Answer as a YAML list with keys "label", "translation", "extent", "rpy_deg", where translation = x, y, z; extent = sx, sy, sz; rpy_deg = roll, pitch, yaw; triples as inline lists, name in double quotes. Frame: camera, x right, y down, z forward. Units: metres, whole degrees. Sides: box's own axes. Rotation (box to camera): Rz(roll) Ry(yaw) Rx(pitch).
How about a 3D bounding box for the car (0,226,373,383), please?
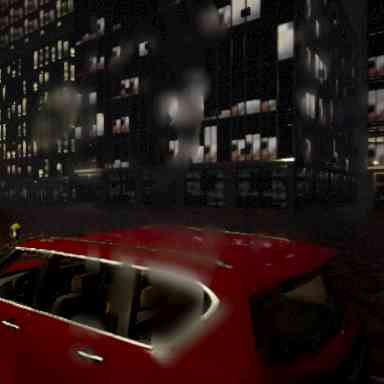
- label: "car"
  translation: [-0.878, 1.306, 3.500]
  extent: [5.009, 1.841, 2.192]
  rpy_deg: [0, 0, 36]
